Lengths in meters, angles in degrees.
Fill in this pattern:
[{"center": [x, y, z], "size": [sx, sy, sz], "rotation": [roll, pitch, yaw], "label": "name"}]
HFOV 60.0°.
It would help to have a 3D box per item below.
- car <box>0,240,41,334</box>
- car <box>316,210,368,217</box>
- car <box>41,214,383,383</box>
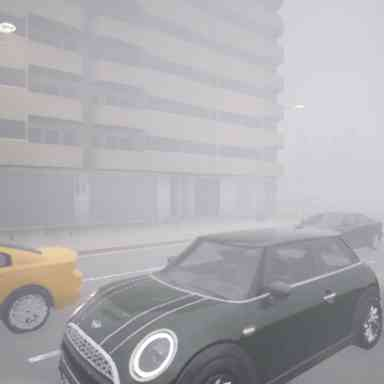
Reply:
[{"center": [-4.291, 1.478, 5.107], "size": [5.008, 1.535, 1.882], "rotation": [0, 0, -38], "label": "car"}, {"center": [5.450, 1.476, 12.763], "size": [5.008, 1.535, 1.882], "rotation": [0, 0, -38], "label": "car"}, {"center": [0.665, 1.351, 4.554], "size": [4.553, 1.767, 2.097], "rotation": [0, 0, -38], "label": "car"}]
